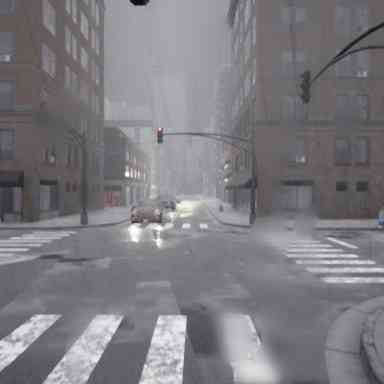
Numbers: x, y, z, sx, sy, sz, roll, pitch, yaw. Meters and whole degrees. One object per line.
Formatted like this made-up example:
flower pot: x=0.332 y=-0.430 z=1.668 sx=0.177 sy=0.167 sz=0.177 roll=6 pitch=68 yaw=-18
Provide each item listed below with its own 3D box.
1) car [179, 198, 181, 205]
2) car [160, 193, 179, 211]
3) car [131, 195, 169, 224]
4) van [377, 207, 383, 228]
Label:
car: x=-3.022 y=1.484 z=59.540 sx=1.812 sy=1.442 sz=4.674 roll=0 pitch=0 yaw=1
car: x=-3.082 y=1.188 z=40.262 sx=2.150 sy=2.045 sz=5.566 roll=0 pitch=1 yaw=0
car: x=-3.091 y=1.336 z=24.325 sx=2.097 sy=1.767 sz=4.553 roll=0 pitch=0 yaw=0
van: x=12.061 y=1.338 z=17.621 sx=3.998 sy=1.788 sz=1.690 roll=0 pitch=0 yaw=0
